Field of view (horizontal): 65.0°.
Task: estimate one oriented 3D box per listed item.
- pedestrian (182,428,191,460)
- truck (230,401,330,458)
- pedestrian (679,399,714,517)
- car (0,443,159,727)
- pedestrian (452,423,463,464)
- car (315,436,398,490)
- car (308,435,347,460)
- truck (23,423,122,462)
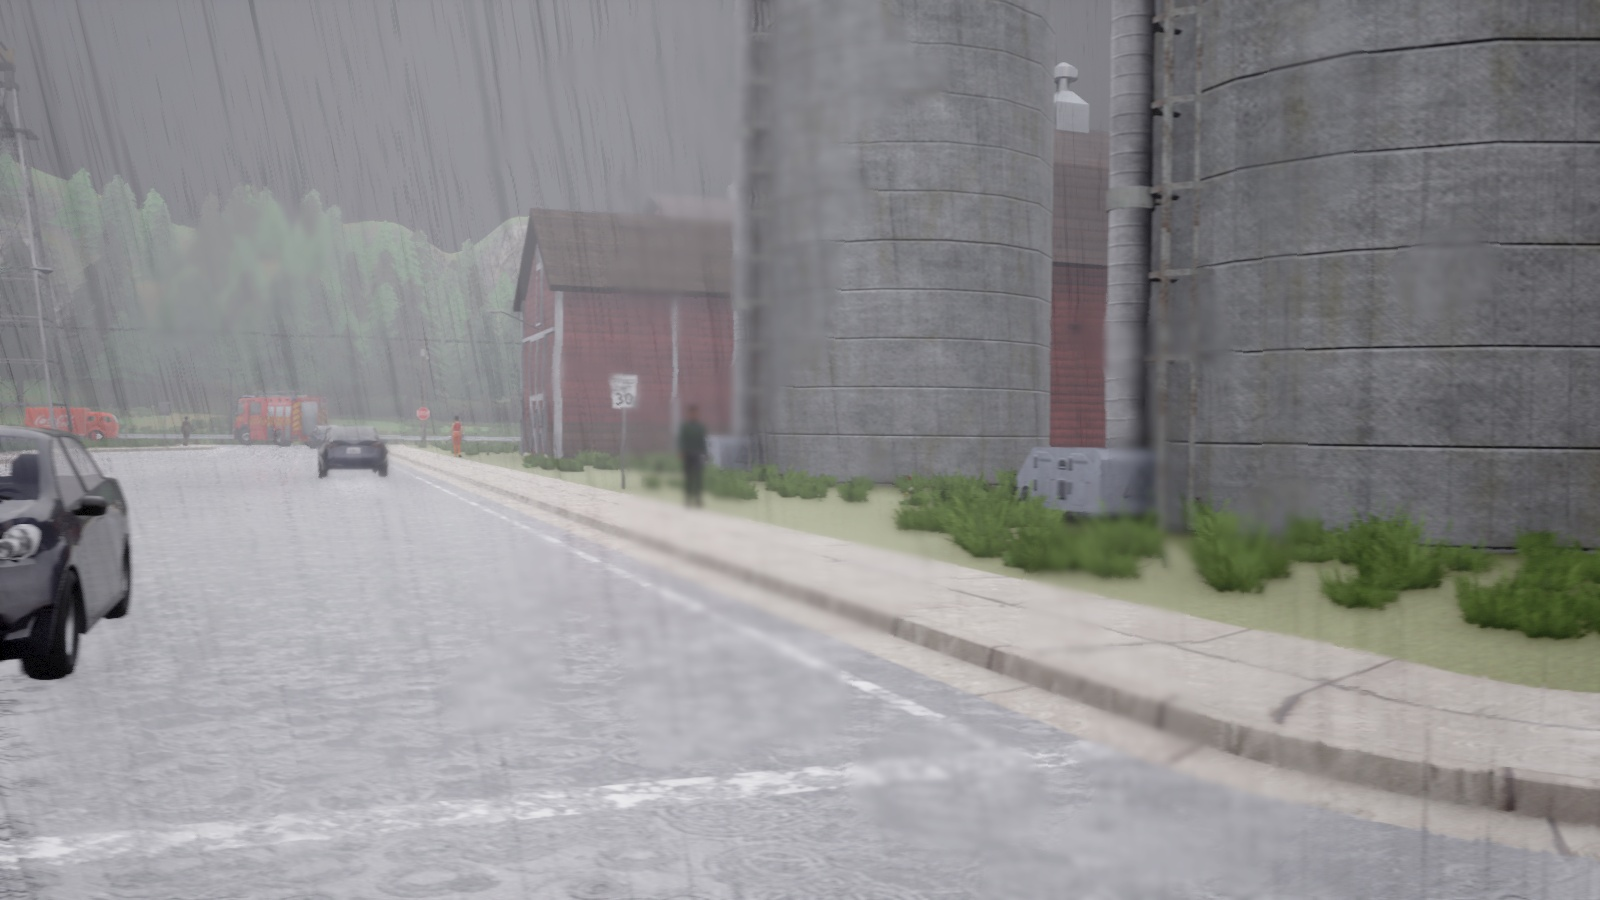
[{"bbox_3d":[-36.363,-0.362,74.428,0.396,1.930,0.692,-1,1,-22],"label":"pedestrian"},{"bbox_3d":[-36.681,-1.410,88.442,8.468,3.827,2.891,0,1,40],"label":"truck"},{"bbox_3d":[-1.748,0.126,21.165,0.423,1.949,0.788,-1,1,-15],"label":"pedestrian"},{"bbox_3d":[-5.485,0.735,8.315,1.845,1.501,3.633,-1,1,-22],"label":"car"},{"bbox_3d":[-15.163,-0.290,55.605,0.345,1.836,0.594,-1,1,-23],"label":"pedestrian"},{"bbox_3d":[-13.433,0.327,37.842,2.163,1.488,4.792,-1,1,-22],"label":"car"},{"bbox_3d":[-29.565,-0.160,78.508,2.163,1.488,4.792,-1,1,-22],"label":"car"},{"bbox_3d":[-47.434,-0.506,82.048,5.204,2.467,2.627,-1,1,-20],"label":"truck"}]
